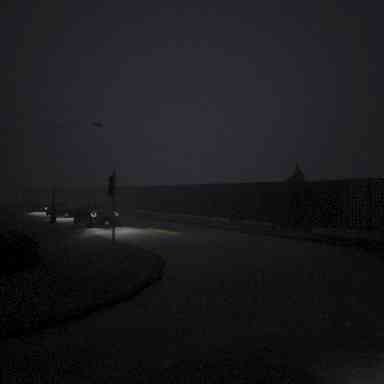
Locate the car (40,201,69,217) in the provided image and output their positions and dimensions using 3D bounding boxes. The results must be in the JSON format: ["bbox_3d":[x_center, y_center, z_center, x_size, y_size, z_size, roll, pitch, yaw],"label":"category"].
[{"bbox_3d":[-12.952,1.696,32.480,2.033,1.411,5.357,1,-1,-35],"label":"car"}]

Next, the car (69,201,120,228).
[{"bbox_3d":[-6.878,1.485,23.811,2.097,1.767,4.553,1,-1,-35],"label":"car"}]

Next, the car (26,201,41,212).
[{"bbox_3d":[-19.478,1.767,41.846,1.895,1.301,4.718,1,0,-35],"label":"car"}]
